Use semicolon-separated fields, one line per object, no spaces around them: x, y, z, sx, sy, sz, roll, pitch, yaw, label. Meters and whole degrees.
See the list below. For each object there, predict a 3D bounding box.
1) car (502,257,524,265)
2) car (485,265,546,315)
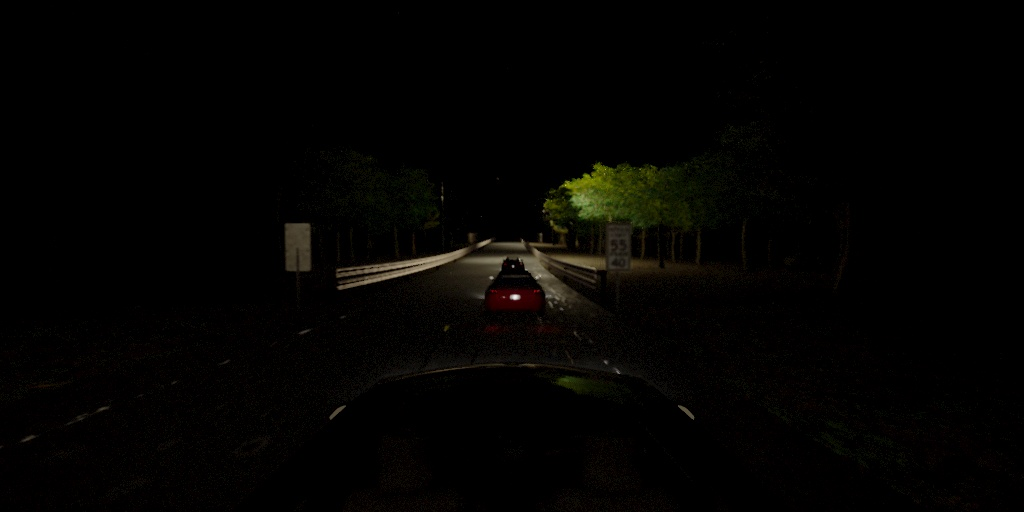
0.092;0.730;31.595;1.994;1.385;4.181;0;2;0;car
0.097;1.196;12.902;1.994;1.385;4.181;0;1;0;car
